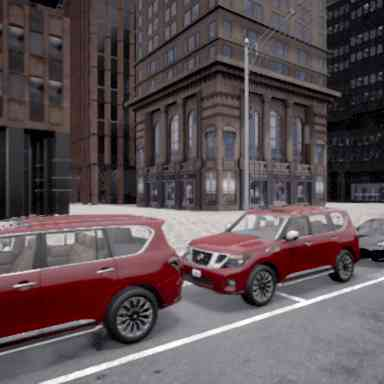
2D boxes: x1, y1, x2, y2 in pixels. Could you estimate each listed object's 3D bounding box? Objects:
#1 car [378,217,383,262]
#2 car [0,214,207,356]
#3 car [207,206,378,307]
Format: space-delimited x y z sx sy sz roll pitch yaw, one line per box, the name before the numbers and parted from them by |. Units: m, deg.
car | 6.766 1.570 11.475 4.313 1.339 1.947 0 0 -36
car | -2.478 1.316 4.882 5.009 1.841 2.192 0 0 -36
car | 2.144 1.318 8.179 5.009 1.841 2.192 0 0 -36
